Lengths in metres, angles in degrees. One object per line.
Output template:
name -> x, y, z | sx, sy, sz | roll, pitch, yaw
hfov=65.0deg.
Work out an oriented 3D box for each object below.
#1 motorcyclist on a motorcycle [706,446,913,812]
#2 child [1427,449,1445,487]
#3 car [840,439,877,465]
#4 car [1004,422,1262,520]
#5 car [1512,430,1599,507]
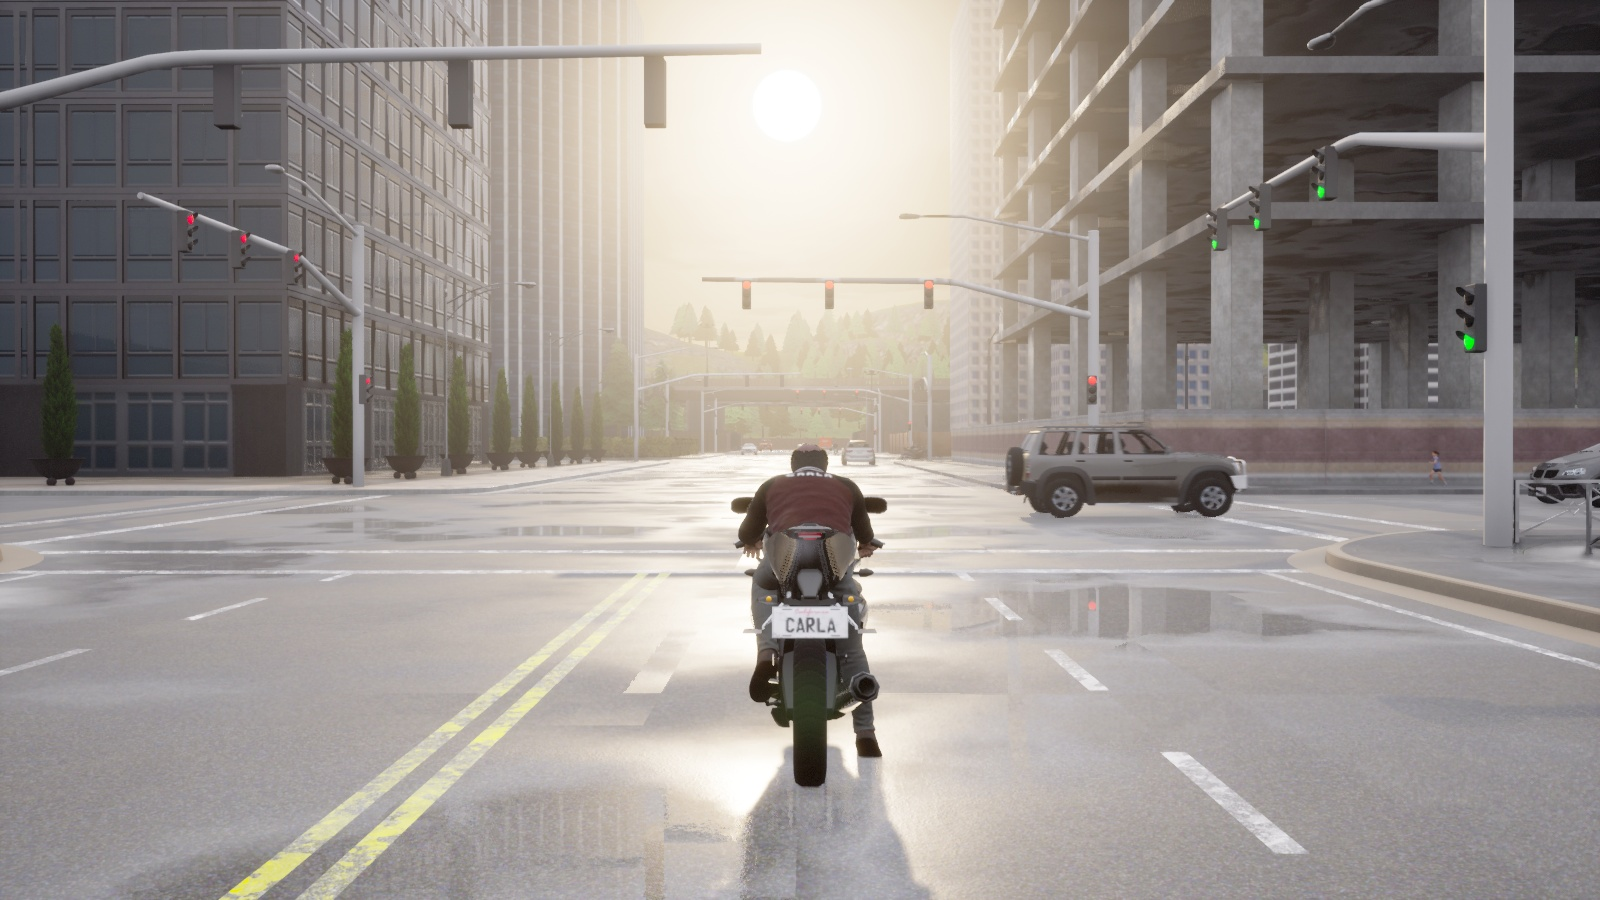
motorcyclist on a motorcycle -> 0.046, 0.746, 6.351 | 0.866, 1.530, 2.191 | 0, 0, 0
child -> 18.648, 0.538, 36.818 | 0.394, 1.110, 0.255 | 0, 0, -2
car -> 3.933, 0.114, 85.024 | 2.242, 1.667, 4.611 | 0, 0, 0
car -> 6.503, 0.394, 24.886 | 4.605, 1.855, 1.932 | 0, 0, 0
car -> 19.038, 0.390, 28.397 | 4.611, 1.667, 2.242 | 0, 0, 0
